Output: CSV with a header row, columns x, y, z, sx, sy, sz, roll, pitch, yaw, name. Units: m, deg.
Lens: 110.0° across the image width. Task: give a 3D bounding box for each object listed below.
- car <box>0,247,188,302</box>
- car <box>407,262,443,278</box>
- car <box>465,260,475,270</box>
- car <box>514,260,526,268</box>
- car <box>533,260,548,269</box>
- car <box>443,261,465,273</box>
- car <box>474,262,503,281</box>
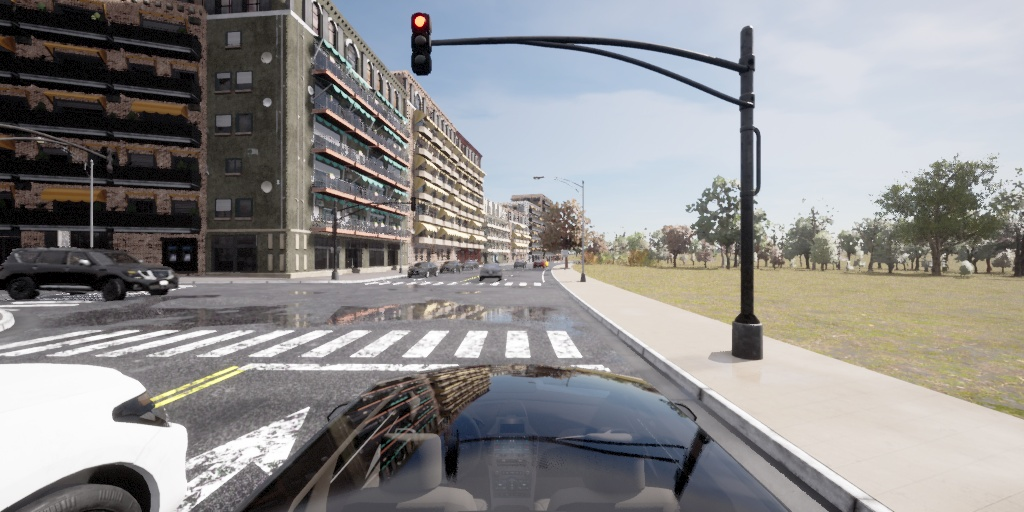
x,y,z,sx,sy,sz,roll,pitch,yaw,name
-17.192,0.720,14.745,5.566,2.045,2.150,1,-1,-3,car
-8.497,1.313,34.524,1.837,1.490,4.892,0,0,5,car
-6.396,1.378,54.942,2.128,1.511,4.902,0,0,7,car
1.445,1.425,63.823,2.128,1.511,4.902,0,0,9,car
4.878,1.414,63.852,1.882,1.535,5.008,0,0,9,car
-7.584,1.351,44.622,1.837,1.490,4.892,0,0,6,car
-1.750,1.342,30.273,2.033,1.411,5.357,0,0,-2,car
